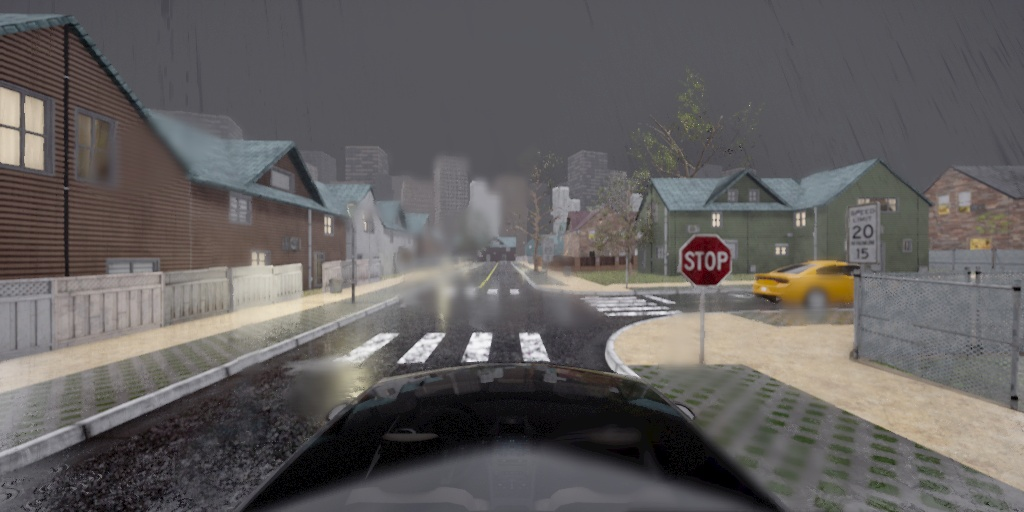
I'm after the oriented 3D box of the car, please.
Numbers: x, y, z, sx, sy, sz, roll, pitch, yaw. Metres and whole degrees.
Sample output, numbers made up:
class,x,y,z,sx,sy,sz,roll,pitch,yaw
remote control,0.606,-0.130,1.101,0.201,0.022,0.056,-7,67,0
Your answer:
class,x,y,z,sx,sy,sz,roll,pitch,yaw
car,11.252,0.937,12.515,5.008,1.535,1.882,-1,0,0
